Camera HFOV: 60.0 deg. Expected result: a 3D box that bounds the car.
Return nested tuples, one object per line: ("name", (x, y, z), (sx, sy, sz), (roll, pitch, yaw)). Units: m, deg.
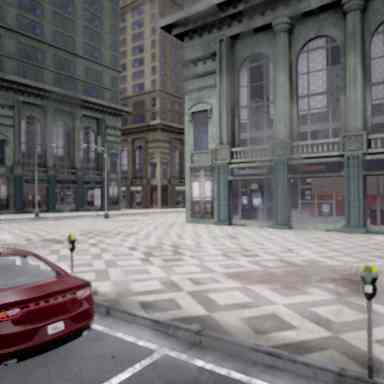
("car", (-3.534, 1.591, 5.483), (4.507, 1.381, 1.887), (-1, -1, 35))
